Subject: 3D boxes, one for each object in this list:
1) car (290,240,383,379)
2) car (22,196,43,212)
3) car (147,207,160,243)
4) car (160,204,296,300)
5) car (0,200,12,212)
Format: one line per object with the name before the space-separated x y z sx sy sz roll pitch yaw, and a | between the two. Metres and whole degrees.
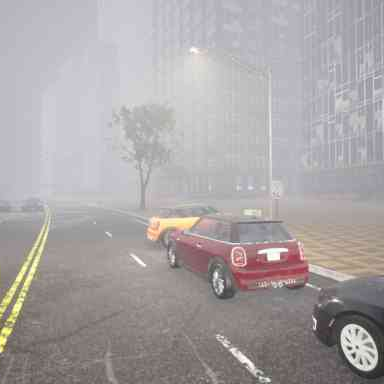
car | 3.620 1.505 3.359 1.837 1.490 4.892 0 0 -35
car | -18.816 1.393 39.379 2.097 1.767 4.553 0 0 -24
car | 0.390 1.276 14.413 4.553 1.767 2.097 -3 1 -18
car | 0.887 1.355 8.831 2.097 1.767 4.553 0 0 -22
car | -21.773 1.624 38.030 1.994 1.385 4.181 0 0 -24
